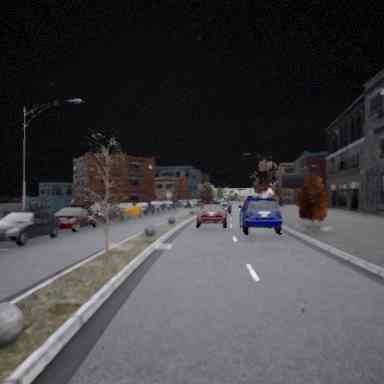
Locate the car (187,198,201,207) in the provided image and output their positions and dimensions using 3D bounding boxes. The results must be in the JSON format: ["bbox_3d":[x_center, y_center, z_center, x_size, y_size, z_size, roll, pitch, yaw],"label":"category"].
[{"bbox_3d":[0.459,2.235,70.860,2.185,1.767,4.553,0,-1,11],"label":"car"}]

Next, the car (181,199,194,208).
[{"bbox_3d":[-1.605,2.038,59.884,2.185,1.767,4.553,0,-1,11],"label":"car"}]

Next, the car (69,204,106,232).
[{"bbox_3d":[-7.594,1.670,21.560,2.163,1.488,4.792,0,-1,6],"label":"car"}]

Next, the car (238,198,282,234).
[{"bbox_3d":[4.132,1.388,20.593,2.150,2.045,5.566,0,-1,5],"label":"car"}]

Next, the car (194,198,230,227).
[{"bbox_3d":[1.538,1.557,24.577,2.097,1.767,4.553,0,-1,6],"label":"car"}]

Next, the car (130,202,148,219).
[{"bbox_3d":[-6.350,1.763,32.742,2.097,1.535,5.008,0,-1,8],"label":"car"}]

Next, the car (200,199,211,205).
[{"bbox_3d":[3.513,2.678,87.107,2.231,1.521,4.892,0,-1,11],"label":"car"}]

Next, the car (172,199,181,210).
[{"bbox_3d":[-3.627,1.974,49.131,2.231,1.521,4.892,0,-1,11],"label":"car"}]

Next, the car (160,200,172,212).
[{"bbox_3d":[-4.639,1.891,43.705,2.231,1.521,4.892,0,-1,10],"label":"car"}]

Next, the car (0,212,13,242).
[{"bbox_3d":[-8.352,1.524,10.647,2.231,1.521,4.892,0,-1,3],"label":"car"}]

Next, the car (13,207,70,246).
[{"bbox_3d":[-8.035,1.620,16.058,2.002,1.452,4.674,0,-1,5],"label":"car"}]

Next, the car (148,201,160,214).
[{"bbox_3d":[-5.553,1.864,38.232,2.002,1.452,4.674,0,-1,9],"label":"car"}]

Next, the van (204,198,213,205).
[{"bbox_3d":[4.512,2.563,92.415,1.878,1.987,4.442,0,-1,11],"label":"van"}]

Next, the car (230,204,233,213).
[{"bbox_3d":[4.093,1.912,42.425,1.837,1.490,4.892,0,-1,10],"label":"car"}]

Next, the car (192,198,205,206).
[{"bbox_3d":[1.479,2.337,76.284,2.185,1.767,4.553,0,-1,11],"label":"car"}]

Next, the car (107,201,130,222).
[{"bbox_3d":[-7.026,1.577,27.261,2.185,1.767,4.553,0,-1,7],"label":"car"}]
